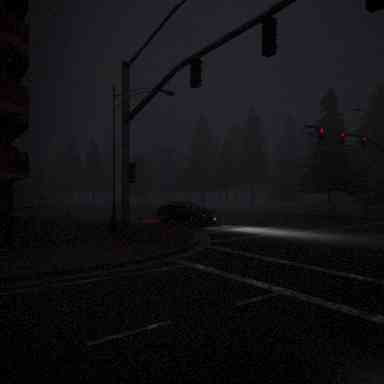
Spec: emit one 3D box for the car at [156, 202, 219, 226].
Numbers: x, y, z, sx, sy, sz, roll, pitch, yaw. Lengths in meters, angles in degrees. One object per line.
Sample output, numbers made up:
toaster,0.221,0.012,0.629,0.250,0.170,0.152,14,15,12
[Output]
car,-0.351,1.438,22.700,4.902,1.511,2.128,0,0,42
